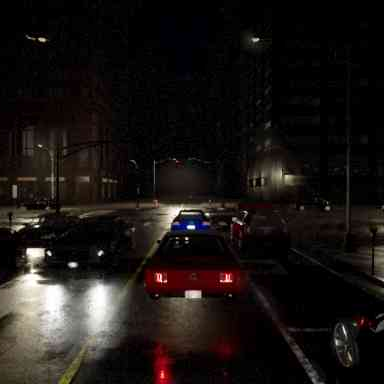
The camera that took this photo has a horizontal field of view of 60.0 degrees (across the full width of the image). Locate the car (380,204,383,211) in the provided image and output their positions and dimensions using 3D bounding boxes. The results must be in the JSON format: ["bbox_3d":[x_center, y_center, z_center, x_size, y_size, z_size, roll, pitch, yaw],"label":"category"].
[{"bbox_3d":[22.731,1.465,35.665,4.674,1.442,1.812,0,0,0],"label":"car"}]

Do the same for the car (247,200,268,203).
[{"bbox_3d":[6.756,1.542,35.584,4.181,1.385,1.994,0,0,0],"label":"car"}]

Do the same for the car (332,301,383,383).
[{"bbox_3d":[2.753,1.566,2.708,1.947,1.339,4.313,0,0,0],"label":"car"}]

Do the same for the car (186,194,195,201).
[{"bbox_3d":[-0.329,1.409,82.255,2.097,1.767,4.553,0,0,0],"label":"car"}]

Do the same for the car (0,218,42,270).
[{"bbox_3d":[-5.788,1.566,8.317,1.947,1.339,4.313,0,0,0],"label":"car"}]

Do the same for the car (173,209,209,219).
[{"bbox_3d":[-0.047,1.565,17.108,1.994,1.385,4.181,0,0,0],"label":"car"}]

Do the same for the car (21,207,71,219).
[{"bbox_3d":[-5.805,1.551,13.954,2.008,1.369,4.403,0,0,0],"label":"car"}]

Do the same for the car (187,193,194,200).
[{"bbox_3d":[-0.399,1.288,92.263,2.097,1.767,4.553,0,0,0],"label":"car"}]

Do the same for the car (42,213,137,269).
[{"bbox_3d":[-3.143,1.548,11.453,2.033,1.411,5.357,0,0,0],"label":"car"}]

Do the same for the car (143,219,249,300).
[{"bbox_3d":[0.040,1.601,8.352,1.895,1.301,4.718,0,0,0],"label":"car"}]

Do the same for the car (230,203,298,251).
[{"bbox_3d":[2.720,1.441,13.980,1.967,1.590,4.097,0,0,0],"label":"car"}]

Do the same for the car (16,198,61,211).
[{"bbox_3d":[-17.789,1.526,38.709,4.892,1.490,1.837,0,0,0],"label":"car"}]

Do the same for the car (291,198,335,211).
[{"bbox_3d":[14.101,1.447,38.858,4.892,1.490,1.837,0,0,1],"label":"car"}]
